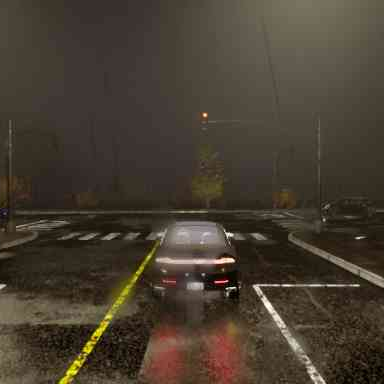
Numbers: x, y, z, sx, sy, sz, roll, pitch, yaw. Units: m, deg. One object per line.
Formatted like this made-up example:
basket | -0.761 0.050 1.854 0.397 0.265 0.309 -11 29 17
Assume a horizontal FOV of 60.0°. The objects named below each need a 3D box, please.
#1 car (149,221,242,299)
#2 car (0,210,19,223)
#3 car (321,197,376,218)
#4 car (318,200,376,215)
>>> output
car | 0.084 1.489 8.436 2.128 1.511 4.902 0 0 1
car | -15.906 1.711 25.410 4.718 1.301 1.895 0 1 1
car | 13.147 1.232 28.539 4.553 1.767 2.097 0 1 -1
car | 14.752 1.429 31.820 4.718 1.301 1.895 0 1 -2
